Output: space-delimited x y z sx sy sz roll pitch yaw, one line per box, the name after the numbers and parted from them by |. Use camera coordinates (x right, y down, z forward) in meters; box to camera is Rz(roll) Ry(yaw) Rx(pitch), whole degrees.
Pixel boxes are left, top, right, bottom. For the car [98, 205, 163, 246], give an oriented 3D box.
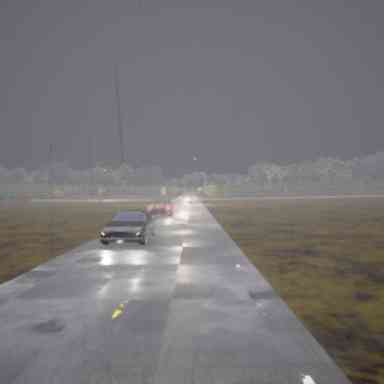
-2.776 1.536 15.572 2.033 1.411 5.357 0 0 0 | car

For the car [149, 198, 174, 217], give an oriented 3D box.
-2.747 1.310 30.103 2.097 1.767 4.553 0 0 0 | car
